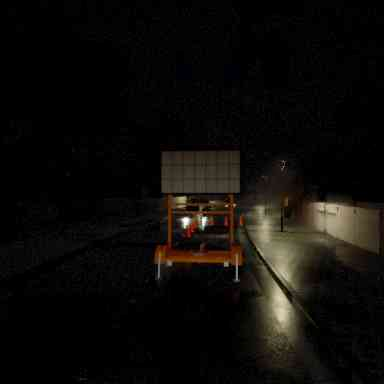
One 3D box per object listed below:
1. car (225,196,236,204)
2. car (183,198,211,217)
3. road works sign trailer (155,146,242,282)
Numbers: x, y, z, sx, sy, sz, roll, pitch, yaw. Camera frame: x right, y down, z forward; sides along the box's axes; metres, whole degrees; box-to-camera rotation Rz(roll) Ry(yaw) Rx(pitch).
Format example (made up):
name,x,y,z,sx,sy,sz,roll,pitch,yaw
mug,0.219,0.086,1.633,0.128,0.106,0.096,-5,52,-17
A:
name,x,y,z,sx,sy,sz,roll,pitch,yaw
car,7.925,1.509,68.104,2.097,1.767,4.553,0,0,7
car,0.521,1.408,32.418,2.097,1.767,4.553,0,0,12
road works sign trailer,0.266,0.471,9.872,2.380,3.560,2.880,0,0,5
